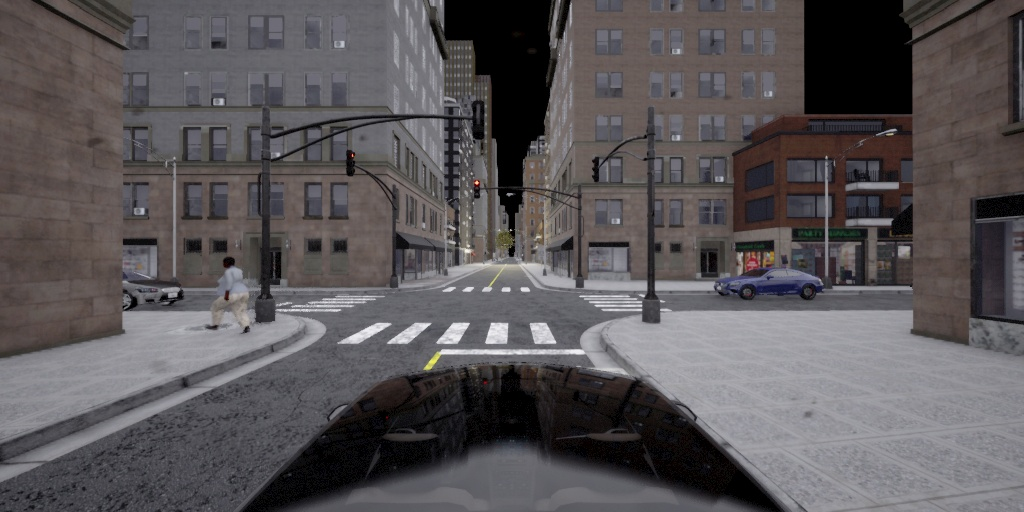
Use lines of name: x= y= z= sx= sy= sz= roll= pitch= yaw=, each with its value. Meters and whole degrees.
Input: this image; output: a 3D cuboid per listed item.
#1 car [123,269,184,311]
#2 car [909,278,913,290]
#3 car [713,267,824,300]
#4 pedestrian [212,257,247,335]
car: x=-15.569 y=1.253 z=13.866 sx=4.902 sy=1.511 sz=2.128 roll=0 pitch=0 yaw=0
car: x=22.085 y=1.320 z=17.067 sx=4.718 sy=1.301 sz=1.895 roll=0 pitch=0 yaw=0
car: x=12.137 y=1.262 z=17.065 sx=4.674 sy=1.442 sz=1.812 roll=0 pitch=0 yaw=-2
pedestrian: x=-6.542 y=0.892 z=8.314 sx=0.375 sy=1.860 sz=0.375 roll=0 pitch=0 yaw=0
